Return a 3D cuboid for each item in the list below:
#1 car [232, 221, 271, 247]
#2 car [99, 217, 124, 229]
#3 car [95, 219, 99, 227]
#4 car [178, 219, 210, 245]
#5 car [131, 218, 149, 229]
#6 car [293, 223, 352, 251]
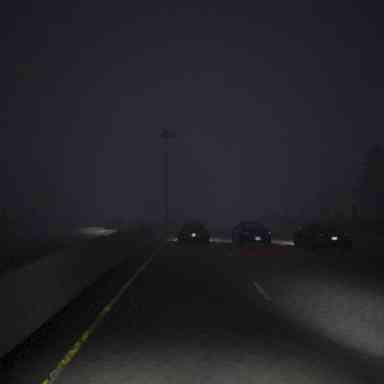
[{"bbox_3d":[3.597,2.526,20.483,1.812,1.442,4.674,0,-4,0],"label":"car"},{"bbox_3d":[-10.526,4.248,45.387,2.128,1.511,4.902,0,-4,1],"label":"car"},{"bbox_3d":[-14.009,4.776,52.886,2.128,1.511,4.902,0,-4,0],"label":"car"},{"bbox_3d":[0.098,2.645,21.599,1.994,1.385,4.181,0,-4,0],"label":"car"},{"bbox_3d":[-7.026,4.249,45.390,2.128,1.511,4.902,0,-4,0],"label":"car"},{"bbox_3d":[7.098,2.428,18.560,1.994,1.385,4.181,0,-4,0],"label":"car"}]
